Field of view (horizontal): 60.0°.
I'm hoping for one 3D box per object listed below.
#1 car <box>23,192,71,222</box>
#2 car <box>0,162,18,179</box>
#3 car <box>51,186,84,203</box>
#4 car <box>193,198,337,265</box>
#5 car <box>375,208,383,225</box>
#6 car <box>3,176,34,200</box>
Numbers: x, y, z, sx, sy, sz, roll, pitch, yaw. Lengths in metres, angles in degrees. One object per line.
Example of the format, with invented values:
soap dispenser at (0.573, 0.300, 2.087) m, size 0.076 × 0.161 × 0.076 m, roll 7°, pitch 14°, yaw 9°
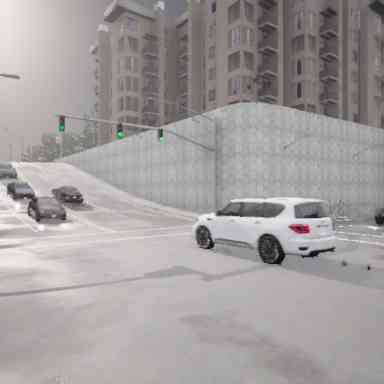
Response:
car at (-10.221, 1.079, 23.260) m, size 1.812 × 1.442 × 4.674 m, roll 0°, pitch 5°, yaw -36°
car at (-22.727, -2.670, 40.660) m, size 2.097 × 1.767 × 4.553 m, roll 0°, pitch 12°, yaw -36°
car at (-12.013, 0.176, 31.926) m, size 2.033 × 1.411 × 5.357 m, roll 0°, pitch 9°, yaw -36°
car at (2.322, 1.222, 12.026) m, size 2.150 × 2.045 × 5.566 m, roll 0°, pitch 0°, yaw -36°
car at (14.538, 1.491, 23.004) m, size 4.892 × 1.490 × 1.837 m, roll 0°, pitch 0°, yaw -36°
car at (-16.365, -0.245, 31.811) m, size 2.033 × 1.411 × 5.357 m, roll 0°, pitch 10°, yaw -36°
